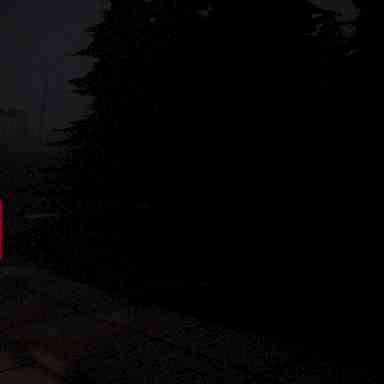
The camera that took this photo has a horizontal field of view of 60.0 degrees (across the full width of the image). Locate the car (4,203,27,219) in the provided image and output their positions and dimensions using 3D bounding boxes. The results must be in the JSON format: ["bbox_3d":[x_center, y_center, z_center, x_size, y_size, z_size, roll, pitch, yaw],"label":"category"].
[{"bbox_3d":[-14.910,1.493,25.924,1.895,1.301,4.718,0,0,2],"label":"car"}]

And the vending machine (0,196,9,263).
[{"bbox_3d":[-6.529,1.187,10.618,1.100,2.100,0.880,0,0,-36],"label":"vending machine"}]
